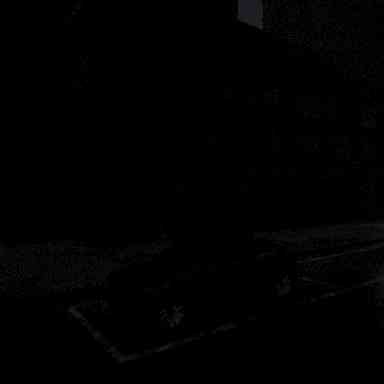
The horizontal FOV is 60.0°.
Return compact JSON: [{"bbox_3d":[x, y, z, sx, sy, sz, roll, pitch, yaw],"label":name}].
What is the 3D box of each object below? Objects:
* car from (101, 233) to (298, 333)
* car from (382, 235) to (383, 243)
[{"bbox_3d":[0.365,1.564,6.803,4.313,1.339,1.947,0,-1,-35],"label":"car"},{"bbox_3d":[9.321,1.519,13.192,4.829,1.417,1.752,0,-1,-35],"label":"car"}]
